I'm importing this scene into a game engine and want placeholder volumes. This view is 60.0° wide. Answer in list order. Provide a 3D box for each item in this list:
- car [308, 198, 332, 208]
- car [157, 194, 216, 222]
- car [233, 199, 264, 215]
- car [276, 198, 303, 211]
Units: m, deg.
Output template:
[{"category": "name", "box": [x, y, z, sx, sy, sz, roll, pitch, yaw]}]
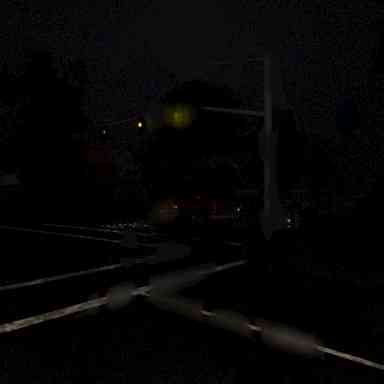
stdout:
[{"category": "car", "box": [18.905, 1.601, 49.120, 1.895, 1.301, 4.718, 0, 0, 41]}, {"category": "car", "box": [-0.337, 1.221, 27.008, 2.150, 2.045, 5.566, 0, 0, 41]}, {"category": "car", "box": [6.173, 1.491, 34.493, 2.128, 1.511, 4.902, 0, 0, 41]}, {"category": "car", "box": [12.272, 1.526, 41.512, 1.812, 1.442, 4.674, 0, 0, 41]}]
